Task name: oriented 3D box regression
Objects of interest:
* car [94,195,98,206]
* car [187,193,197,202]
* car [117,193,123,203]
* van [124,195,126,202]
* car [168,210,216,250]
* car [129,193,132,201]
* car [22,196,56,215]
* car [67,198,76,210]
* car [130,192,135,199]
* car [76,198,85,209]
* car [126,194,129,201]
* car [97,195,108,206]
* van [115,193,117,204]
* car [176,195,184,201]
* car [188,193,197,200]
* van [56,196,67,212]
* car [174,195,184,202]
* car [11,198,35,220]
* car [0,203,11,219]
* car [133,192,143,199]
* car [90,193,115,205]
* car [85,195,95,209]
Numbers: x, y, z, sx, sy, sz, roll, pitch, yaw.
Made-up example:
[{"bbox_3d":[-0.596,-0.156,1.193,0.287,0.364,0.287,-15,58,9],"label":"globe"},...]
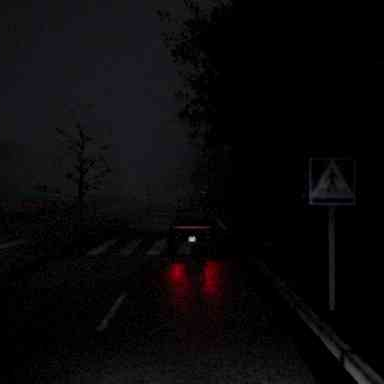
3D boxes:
[{"bbox_3d":[-16.816,1.662,49.294,4.792,1.488,2.163,-1,0,-20],"label":"car"},{"bbox_3d":[0.038,1.332,72.337,2.097,1.767,4.553,0,0,0],"label":"car"},{"bbox_3d":[-16.804,1.284,64.216,5.566,2.045,2.435,-1,0,-20],"label":"car"},{"bbox_3d":[-16.931,1.263,70.125,4.442,1.987,1.878,-1,1,-20],"label":"van"},{"bbox_3d":[0.007,1.518,14.432,2.128,1.511,4.902,0,0,0],"label":"car"},{"bbox_3d":[-16.808,1.477,76.134,4.674,1.452,2.002,-1,1,-20],"label":"car"},{"bbox_3d":[-16.833,1.497,34.366,4.553,1.767,2.185,-1,0,-20],"label":"car"},{"bbox_3d":[-16.848,1.680,40.325,4.674,1.452,2.002,-1,0,-20],"label":"car"},{"bbox_3d":[-16.783,1.441,79.152,4.792,1.488,2.163,-1,0,-20],"label":"car"},{"bbox_3d":[-16.876,1.675,43.297,4.792,1.488,2.163,-1,0,-20],"label":"car"},{"bbox_3d":[-16.788,1.336,73.160,4.553,1.767,2.185,-1,1,-20],"label":"car"},{"bbox_3d":[-16.832,1.643,55.251,4.674,1.452,2.002,-1,1,-20],"label":"car"},{"bbox_3d":[-16.724,1.333,61.264,4.442,1.987,1.878,-1,0,-20],"label":"van"},{"bbox_3d":[-2.957,1.382,82.407,1.895,1.301,4.718,0,0,0],"label":"car"},{"bbox_3d":[0.043,1.144,82.343,2.097,1.767,4.553,0,0,0],"label":"car"},{"bbox_3d":[-16.752,1.409,37.393,4.442,1.987,1.878,-1,-1,-20],"label":"van"},{"bbox_3d":[-2.962,1.499,72.370,1.812,1.442,4.674,0,0,0],"label":"car"},{"bbox_3d":[-16.693,1.584,28.455,5.366,1.575,1.946,-1,-1,-20],"label":"car"},{"bbox_3d":[-16.897,1.599,25.394,4.792,1.488,2.163,-1,0,-20],"label":"car"},{"bbox_3d":[-16.769,1.342,91.158,4.792,1.488,2.163,-1,0,-20],"label":"car"},{"bbox_3d":[-16.862,1.334,58.220,5.566,2.045,2.435,-1,1,-20],"label":"car"},{"bbox_3d":[-16.674,1.635,46.366,5.366,1.575,1.946,-1,0,-20],"label":"car"}]
